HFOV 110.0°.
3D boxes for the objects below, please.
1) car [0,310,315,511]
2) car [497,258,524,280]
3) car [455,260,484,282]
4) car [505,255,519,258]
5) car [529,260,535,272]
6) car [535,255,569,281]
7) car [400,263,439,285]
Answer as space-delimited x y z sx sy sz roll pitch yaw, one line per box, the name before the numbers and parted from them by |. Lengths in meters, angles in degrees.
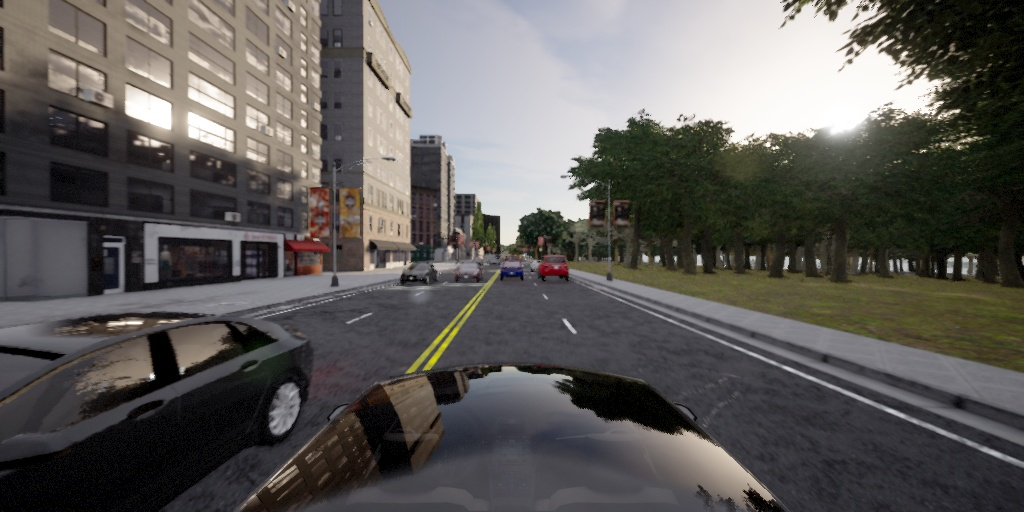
car | -3.348 1.256 2.483 1.837 1.490 4.892 0 0 0
car | 0.003 1.195 30.438 1.882 1.535 5.008 0 0 0
car | -3.310 1.245 28.248 1.812 1.442 4.674 0 0 0
car | 0.034 0.920 44.314 2.150 2.045 5.566 0 0 1
car | 3.294 1.219 45.958 1.812 1.442 4.674 0 0 0
car | 3.347 0.941 29.706 2.150 2.045 5.566 0 0 0
car | -6.574 1.230 25.851 1.837 1.490 4.892 0 0 0
